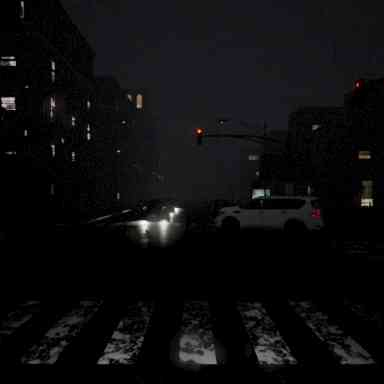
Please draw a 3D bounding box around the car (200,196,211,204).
[{"bbox_3d":[2.726,1.591,66.017,2.008,1.369,4.403,-1,0,0],"label":"car"}]

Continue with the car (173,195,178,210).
[{"bbox_3d":[-3.070,1.489,39.469,1.882,1.535,5.008,0,0,0],"label":"car"}]

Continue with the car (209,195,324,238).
[{"bbox_3d":[4.040,1.209,17.678,5.566,2.045,2.150,0,1,25],"label":"car"}]

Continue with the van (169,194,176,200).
[{"bbox_3d":[-5.639,1.430,94.493,1.690,1.788,3.998,-1,0,0],"label":"van"}]

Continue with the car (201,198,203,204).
[{"bbox_3d":[2.715,1.571,48.927,2.008,1.369,4.403,0,0,0],"label":"car"}]

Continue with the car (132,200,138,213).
[{"bbox_3d":[-5.673,1.561,37.526,2.008,1.369,4.403,0,0,0],"label":"car"}]

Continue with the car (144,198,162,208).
[{"bbox_3d":[-5.665,1.571,48.920,2.008,1.369,4.403,0,0,0],"label":"car"}]

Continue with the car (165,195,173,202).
[{"bbox_3d":[-5.645,1.592,82.929,1.752,1.417,4.829,-1,0,0],"label":"car"}]

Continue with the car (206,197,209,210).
[{"bbox_3d":[2.704,1.446,31.836,1.967,1.590,4.097,0,0,0],"label":"car"}]

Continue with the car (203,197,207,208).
[{"bbox_3d":[2.712,1.597,43.230,1.802,1.307,4.206,0,0,0],"label":"car"}]

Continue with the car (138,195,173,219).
[{"bbox_3d":[-3.081,1.356,29.090,2.097,1.767,4.553,0,0,0],"label":"car"}]
